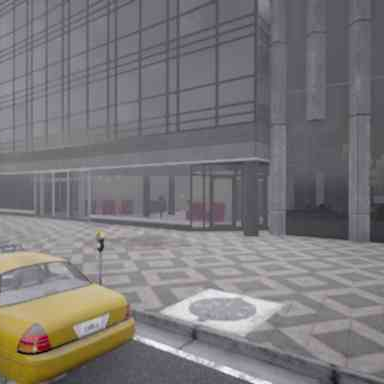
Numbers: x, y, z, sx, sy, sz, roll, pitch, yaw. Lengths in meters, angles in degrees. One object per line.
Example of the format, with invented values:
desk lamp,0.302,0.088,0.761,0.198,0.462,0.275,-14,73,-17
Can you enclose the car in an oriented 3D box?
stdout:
car,-3.013,1.492,5.229,4.829,1.417,1.752,1,0,37
